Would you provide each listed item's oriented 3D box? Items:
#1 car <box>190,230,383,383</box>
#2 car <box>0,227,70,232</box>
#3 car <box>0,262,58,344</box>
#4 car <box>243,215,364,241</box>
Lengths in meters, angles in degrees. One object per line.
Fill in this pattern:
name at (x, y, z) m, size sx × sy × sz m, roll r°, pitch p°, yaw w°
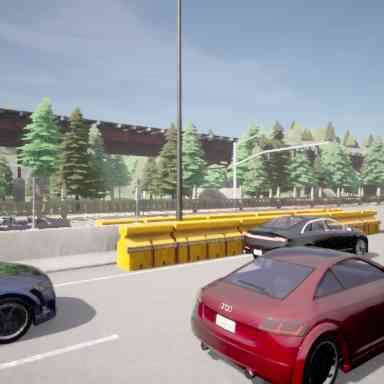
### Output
car at (2.041, 1.564, 5.208) m, size 4.181 × 1.385 × 1.994 m, roll 0°, pitch 0°, yaw -35°
car at (-6.832, 1.492, 12.014) m, size 4.902 × 1.511 × 2.128 m, roll 0°, pitch 0°, yaw -36°
car at (-4.292, 1.564, 4.981) m, size 4.181 × 1.385 × 1.994 m, roll 0°, pitch 0°, yaw -36°
car at (3.829, 1.491, 10.786) m, size 4.902 × 1.511 × 2.128 m, roll 0°, pitch 0°, yaw -36°
